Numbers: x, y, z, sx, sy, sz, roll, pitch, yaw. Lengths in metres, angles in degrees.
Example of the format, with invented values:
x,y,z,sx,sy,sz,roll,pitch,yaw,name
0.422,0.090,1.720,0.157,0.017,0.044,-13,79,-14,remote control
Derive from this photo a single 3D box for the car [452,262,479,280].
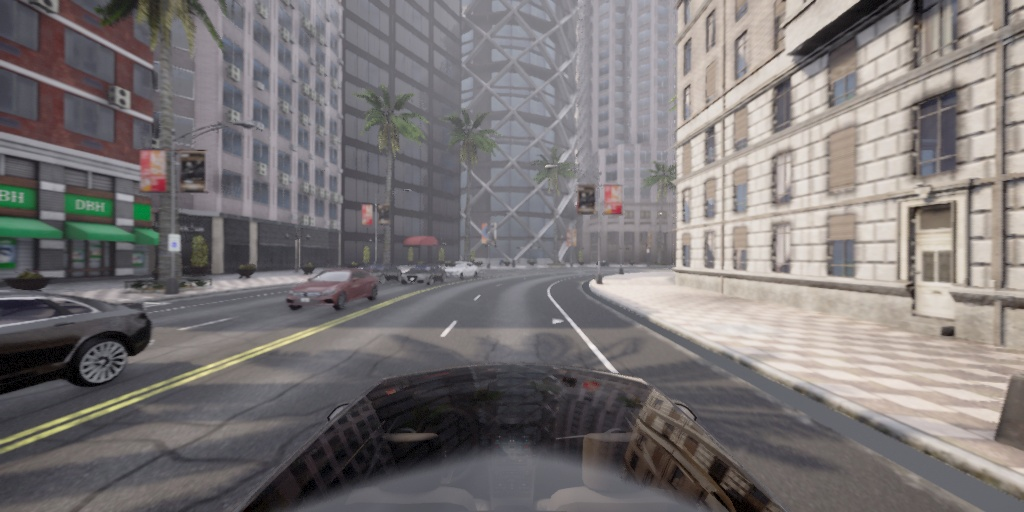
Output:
x,y,z,sx,sy,sz,roll,pitch,yaw,name
-4.437,1.219,31.035,1.812,1.442,4.674,0,1,18,car

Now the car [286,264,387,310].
x,y,z,sx,sy,sz,roll,pitch,yaw,name
-6.907,1.218,14.411,1.812,1.442,4.674,0,0,2,car

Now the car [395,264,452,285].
x,y,z,sx,sy,sz,roll,pitch,yaw,name
-6.080,1.296,25.133,1.994,1.385,4.181,0,0,11,car

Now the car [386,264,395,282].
x,y,z,sx,sy,sz,roll,pitch,yaw,name
-9.519,1.272,25.782,1.994,1.385,4.181,0,0,11,car

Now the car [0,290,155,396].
x,y,z,sx,sy,sz,roll,pitch,yaw,name
-7.076,1.193,4.045,2.128,1.511,4.902,0,0,1,car
